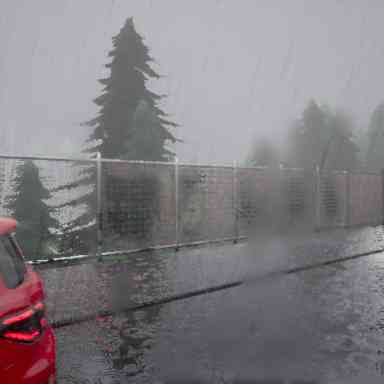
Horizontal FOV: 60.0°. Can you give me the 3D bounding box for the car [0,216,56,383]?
[{"bbox_3d":[-3.781,1.238,1.910,5.566,2.045,2.150,-1,0,-35],"label":"car"}]
